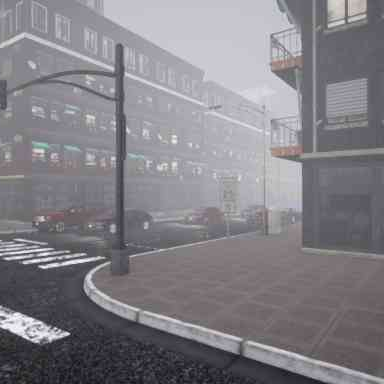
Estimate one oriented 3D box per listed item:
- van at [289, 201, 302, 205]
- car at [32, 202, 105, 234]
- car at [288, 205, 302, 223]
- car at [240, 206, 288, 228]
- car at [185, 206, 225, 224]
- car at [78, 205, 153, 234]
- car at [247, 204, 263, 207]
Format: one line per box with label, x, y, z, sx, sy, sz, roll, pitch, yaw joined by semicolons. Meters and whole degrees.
van;18.497;2.463;58.839;1.690;1.788;3.998;-2;-2;35
car;-7.671;1.603;21.654;2.192;1.841;5.009;-1;-2;35
car;9.004;2.121;30.839;2.008;1.369;4.403;-2;-2;35
car;5.733;2.048;26.189;1.802;1.307;4.206;-2;-2;35
car;1.269;2.020;29.818;1.812;1.442;4.674;0;-1;35
car;-4.585;1.814;21.514;1.837;1.490;4.892;0;-1;35
car;7.243;2.189;38.295;1.837;1.490;4.892;0;-1;35
